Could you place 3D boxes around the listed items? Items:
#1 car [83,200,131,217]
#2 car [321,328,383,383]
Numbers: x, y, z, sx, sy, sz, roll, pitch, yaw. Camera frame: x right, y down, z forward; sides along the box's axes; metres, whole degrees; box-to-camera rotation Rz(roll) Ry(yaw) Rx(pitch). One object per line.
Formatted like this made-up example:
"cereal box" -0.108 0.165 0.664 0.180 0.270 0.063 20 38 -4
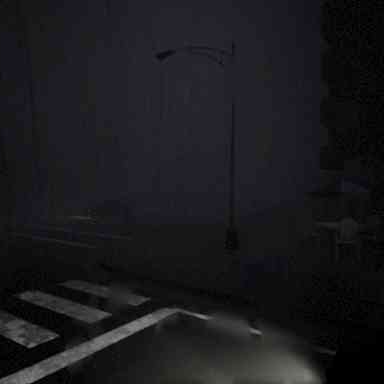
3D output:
"car" -7.313 1.358 28.875 1.994 1.385 4.181 1 0 36
"car" 2.900 1.580 1.899 4.181 1.385 1.994 1 0 36
